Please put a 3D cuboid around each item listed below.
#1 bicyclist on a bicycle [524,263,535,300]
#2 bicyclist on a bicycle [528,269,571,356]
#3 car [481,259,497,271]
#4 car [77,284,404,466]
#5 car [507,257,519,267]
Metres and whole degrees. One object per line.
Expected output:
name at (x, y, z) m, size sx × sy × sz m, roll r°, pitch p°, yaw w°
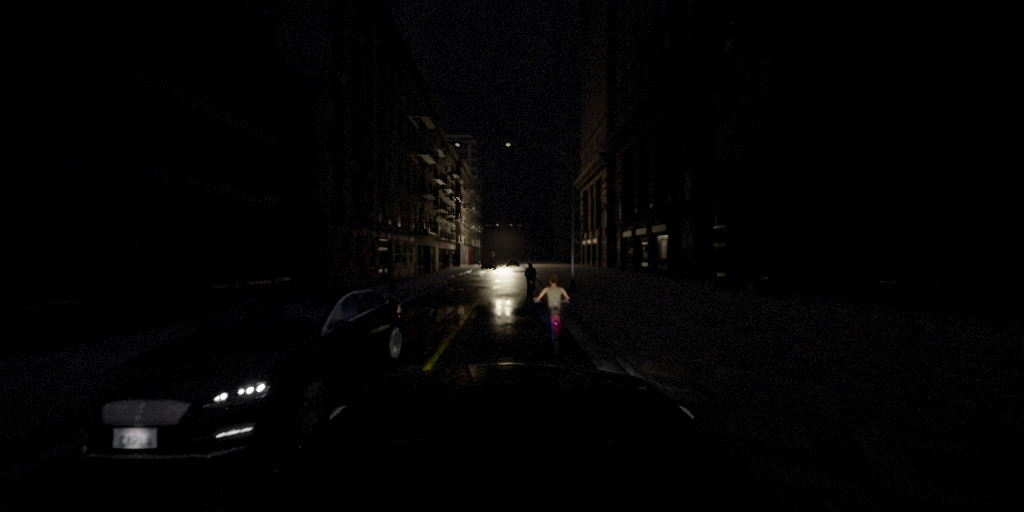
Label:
bicyclist on a bicycle at (0.839, 1.163, 16.106) m, size 0.582 × 1.620 × 1.656 m, roll 0°, pitch 0°, yaw 0°
bicyclist on a bicycle at (0.860, 1.170, 7.583) m, size 0.866 × 1.612 × 1.509 m, roll 0°, pitch 0°, yaw 0°
car at (-3.052, 1.126, 47.650) m, size 1.882 × 1.535 × 5.008 m, roll 0°, pitch 0°, yaw 0°
car at (-3.098, 1.231, 5.403) m, size 2.128 × 1.511 × 4.902 m, roll 0°, pitch 0°, yaw 0°
car at (0.153, 0.990, 63.174) m, size 2.097 × 1.767 × 4.553 m, roll 0°, pitch 0°, yaw 0°
